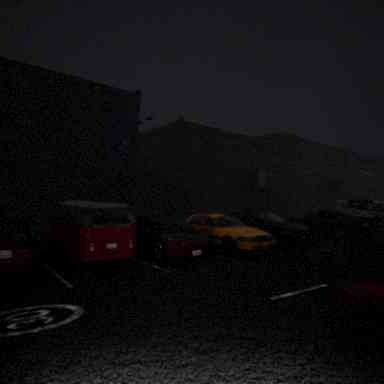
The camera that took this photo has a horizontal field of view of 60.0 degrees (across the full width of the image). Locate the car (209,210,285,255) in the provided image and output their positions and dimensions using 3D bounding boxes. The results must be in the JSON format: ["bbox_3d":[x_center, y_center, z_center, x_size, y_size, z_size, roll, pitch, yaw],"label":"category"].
[{"bbox_3d":[1.144,1.612,14.439,1.946,1.575,5.366,1,-1,-36],"label":"car"}]

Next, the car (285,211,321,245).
[{"bbox_3d":[3.308,1.659,16.226,2.097,1.535,5.008,1,-1,-36],"label":"car"}]

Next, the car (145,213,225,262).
[{"bbox_3d":[-1.225,1.601,12.932,2.163,1.488,4.792,1,-1,-36],"label":"car"}]

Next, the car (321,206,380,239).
[{"bbox_3d":[7.850,1.784,19.514,2.163,1.488,4.792,1,-1,-36],"label":"car"}]

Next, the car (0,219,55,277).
[{"bbox_3d":[-5.814,1.514,9.712,2.163,1.488,4.792,1,-1,-36],"label":"car"}]

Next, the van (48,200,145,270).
[{"bbox_3d":[-3.584,1.302,11.419,1.878,1.987,4.442,1,-1,-36],"label":"van"}]

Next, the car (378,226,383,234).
[{"bbox_3d":[7.310,1.699,9.247,4.674,1.442,1.812,1,0,-36],"label":"car"}]

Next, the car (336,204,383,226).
[{"bbox_3d":[10.137,1.806,21.124,2.231,1.521,4.892,1,-1,-36],"label":"car"}]

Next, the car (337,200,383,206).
[{"bbox_3d":[12.441,1.606,22.736,2.435,2.045,5.566,1,-1,-36],"label":"car"}]
